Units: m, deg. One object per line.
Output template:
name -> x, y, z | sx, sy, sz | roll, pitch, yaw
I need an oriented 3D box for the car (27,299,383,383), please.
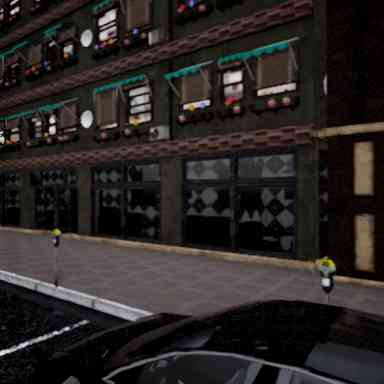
car -> 0.541, 1.565, 2.494 | 4.313, 1.339, 1.947 | 0, 0, 35
